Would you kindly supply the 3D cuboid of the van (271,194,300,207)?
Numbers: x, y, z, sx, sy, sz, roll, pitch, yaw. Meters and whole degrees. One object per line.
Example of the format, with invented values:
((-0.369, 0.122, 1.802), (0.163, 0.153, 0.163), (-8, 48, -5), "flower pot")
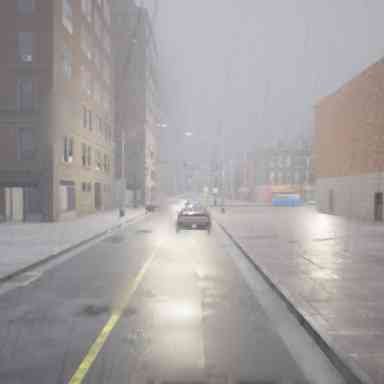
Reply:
((13.726, 1.255, 48.552), (3.998, 1.788, 1.690), (0, 0, 0), "van")

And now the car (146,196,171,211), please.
((-2.759, 1.044, 28.237), (1.882, 1.535, 5.008), (0, 0, 0), "car")

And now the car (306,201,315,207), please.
((19.168, 1.435, 48.546), (4.829, 1.417, 1.752), (0, 0, 0), "car")

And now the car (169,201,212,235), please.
((0.094, 1.457, 18.396), (2.128, 1.511, 4.902), (0, 0, 0), "car")
